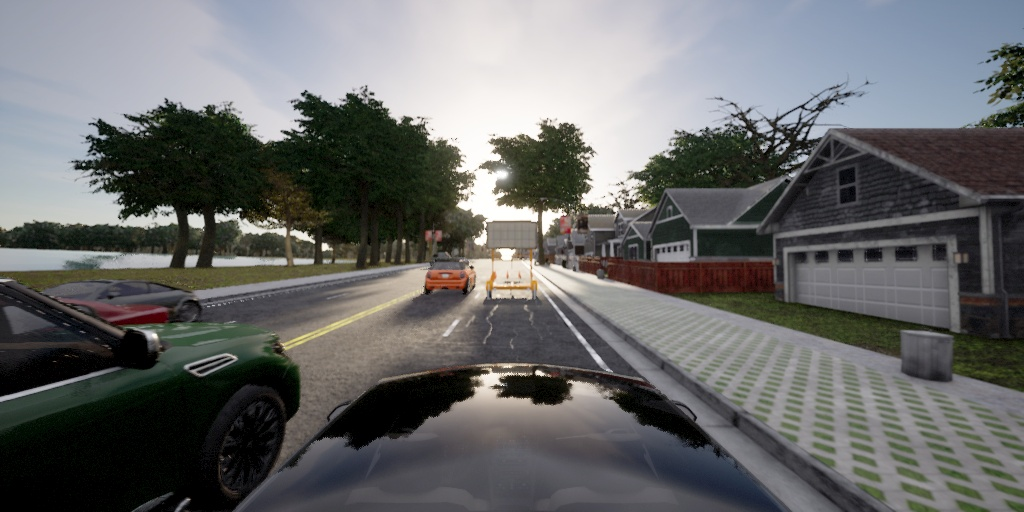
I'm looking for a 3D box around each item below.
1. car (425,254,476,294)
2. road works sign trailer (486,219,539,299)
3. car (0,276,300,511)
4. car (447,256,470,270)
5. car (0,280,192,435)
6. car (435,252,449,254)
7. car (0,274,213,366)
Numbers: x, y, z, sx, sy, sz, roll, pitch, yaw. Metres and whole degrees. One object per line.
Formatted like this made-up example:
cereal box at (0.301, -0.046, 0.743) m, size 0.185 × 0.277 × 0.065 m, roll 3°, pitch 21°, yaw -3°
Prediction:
car at (-3.145, 0.948, 19.079) m, size 2.097 × 1.767 × 4.553 m, roll 0°, pitch 1°, yaw 0°
road works sign trailer at (-0.001, 0.081, 16.949) m, size 2.380 × 3.560 × 2.880 m, roll 0°, pitch 0°, yaw 1°
car at (-3.160, 0.975, 1.171) m, size 2.150 × 2.045 × 5.566 m, roll 0°, pitch 0°, yaw 0°
car at (-6.583, 0.842, 44.609) m, size 2.128 × 1.511 × 4.902 m, roll 0°, pitch 1°, yaw 0°
car at (-6.598, 1.210, 3.830) m, size 1.882 × 1.535 × 5.008 m, roll 0°, pitch 1°, yaw 0°
car at (-9.828, 0.530, 49.652) m, size 2.150 × 2.045 × 5.566 m, roll 0°, pitch 0°, yaw 0°
car at (-9.847, 1.257, 8.498) m, size 1.994 × 1.385 × 4.181 m, roll 0°, pitch 1°, yaw 0°
